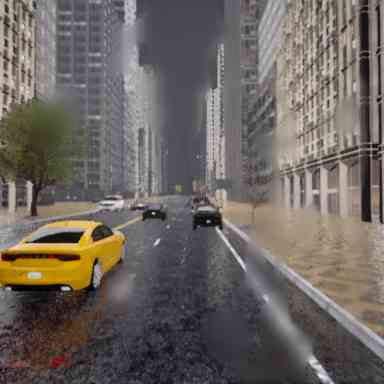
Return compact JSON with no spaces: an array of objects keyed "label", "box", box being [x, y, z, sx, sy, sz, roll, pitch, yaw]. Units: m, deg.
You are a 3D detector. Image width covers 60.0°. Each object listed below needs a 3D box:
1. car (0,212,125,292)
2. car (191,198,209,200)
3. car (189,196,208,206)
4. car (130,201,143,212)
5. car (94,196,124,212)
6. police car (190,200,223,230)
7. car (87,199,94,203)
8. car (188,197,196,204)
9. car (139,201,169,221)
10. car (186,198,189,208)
[{"label":"car","box":[-3.139,1.533,9.130,1.882,1.535,5.008,0,0,0]},{"label":"car","box":[0.969,1.652,32.309,1.801,1.575,5.366,0,0,0]},{"label":"car","box":[0.968,1.457,38.151,2.150,2.045,5.566,0,0,0]},{"label":"car","box":[-6.602,1.805,42.454,2.033,1.411,5.357,0,0,0]},{"label":"car","box":[-9.847,1.473,40.977,2.150,2.045,5.566,0,-1,0]},{"label":"police car","box":[0.971,1.560,22.227,1.930,1.638,5.238,0,0,0]},{"label":"car","box":[-25.686,2.370,88.980,4.403,1.369,2.008,-1,-1,-1]},{"label":"car","box":[-0.013,1.931,74.275,1.882,1.535,5.008,0,0,0]},{"label":"car","box":[-3.154,1.742,29.319,1.994,1.385,4.181,0,0,0]},{"label":"car","box":[-0.009,1.695,56.298,2.097,1.767,4.553,0,0,0]}]
